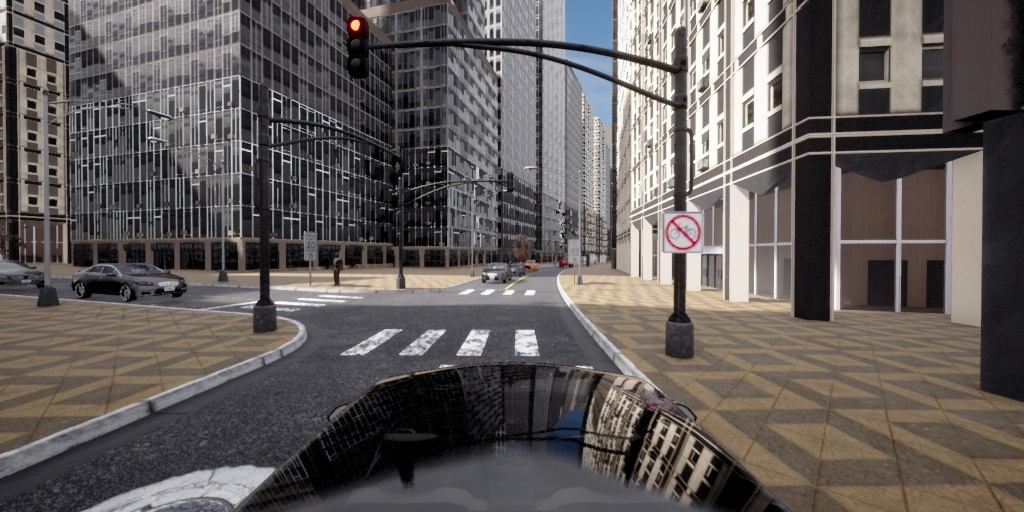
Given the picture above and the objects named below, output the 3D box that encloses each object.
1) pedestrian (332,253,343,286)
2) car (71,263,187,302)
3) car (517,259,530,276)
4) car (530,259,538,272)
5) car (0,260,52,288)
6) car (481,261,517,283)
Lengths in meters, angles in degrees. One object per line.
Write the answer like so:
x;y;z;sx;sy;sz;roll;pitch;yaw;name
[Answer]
-9.523;0.716;19.461;0.375;1.860;0.375;0;0;16;pedestrian
-16.369;1.043;15.363;4.902;1.511;2.128;1;1;16;car
0.318;1.313;38.255;2.128;1.511;4.902;0;0;9;car
2.265;1.225;48.732;2.097;1.767;4.553;0;0;12;car
-25.930;0.940;18.160;4.674;1.442;1.812;1;1;17;car
-1.116;1.275;28.193;2.128;1.511;4.902;0;0;7;car
